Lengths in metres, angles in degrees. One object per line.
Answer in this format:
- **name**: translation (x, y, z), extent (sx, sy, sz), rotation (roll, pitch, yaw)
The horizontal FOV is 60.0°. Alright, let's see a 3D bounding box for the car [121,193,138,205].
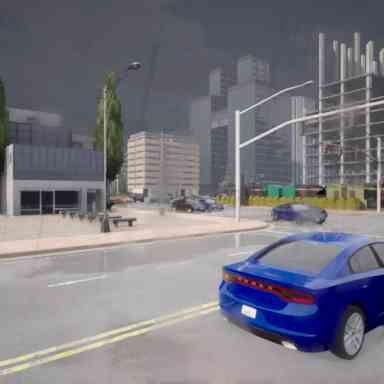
- **car**: translation (-11.882, 1.350, 58.033), extent (2.097, 1.767, 4.553), rotation (0, 0, -36)

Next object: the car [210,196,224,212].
- **car**: translation (1.798, 1.524, 39.215), extent (1.812, 1.442, 4.674), rotation (0, 0, -36)

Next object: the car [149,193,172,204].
- **car**: translation (-6.246, 1.350, 62.435), extent (2.097, 1.767, 4.553), rotation (0, 0, -36)

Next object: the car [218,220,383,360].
- **car**: translation (2.715, 1.477, 6.075), extent (5.008, 1.535, 1.882), rotation (0, 0, -38)

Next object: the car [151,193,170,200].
- **car**: translation (-8.433, 1.150, 89.468), extent (4.605, 1.855, 1.932), rotation (0, 0, -38)

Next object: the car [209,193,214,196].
- **car**: translation (5.287, 1.153, 71.613), extent (3.866, 1.878, 1.905), rotation (0, 0, -38)

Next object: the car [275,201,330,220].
- **car**: translation (9.451, 1.563, 28.697), extent (1.994, 1.385, 4.181), rotation (0, 0, -36)

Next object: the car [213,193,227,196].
- **car**: translation (7.044, 1.393, 69.312), extent (3.806, 1.475, 1.970), rotation (0, 0, -38)

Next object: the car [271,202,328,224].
- **car**: translation (7.394, 1.524, 23.669), extent (1.812, 1.442, 4.674), rotation (0, 0, -18)

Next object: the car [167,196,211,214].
- **car**: translation (-0.421, 1.503, 36.291), extent (1.837, 1.490, 4.892), rotation (0, 0, -36)

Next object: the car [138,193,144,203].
- **car**: translation (-12.114, 1.223, 70.328), extent (2.150, 2.045, 5.566), rotation (0, 0, -36)

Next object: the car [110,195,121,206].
- **car**: translation (-14.350, 1.546, 55.470), extent (2.033, 1.411, 5.357), rotation (0, 0, -36)
